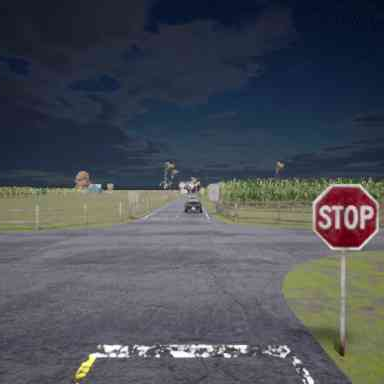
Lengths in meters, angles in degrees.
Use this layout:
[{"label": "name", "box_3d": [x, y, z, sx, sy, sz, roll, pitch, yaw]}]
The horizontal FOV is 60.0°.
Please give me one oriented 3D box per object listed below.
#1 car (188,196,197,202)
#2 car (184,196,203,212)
[{"label": "car", "box_3d": [0.111, 1.507, 72.824, 1.895, 1.301, 4.718, 0, 0, 0]}, {"label": "car", "box_3d": [0.159, 1.473, 38.038, 1.837, 1.490, 4.892, 0, 0, 0]}]
